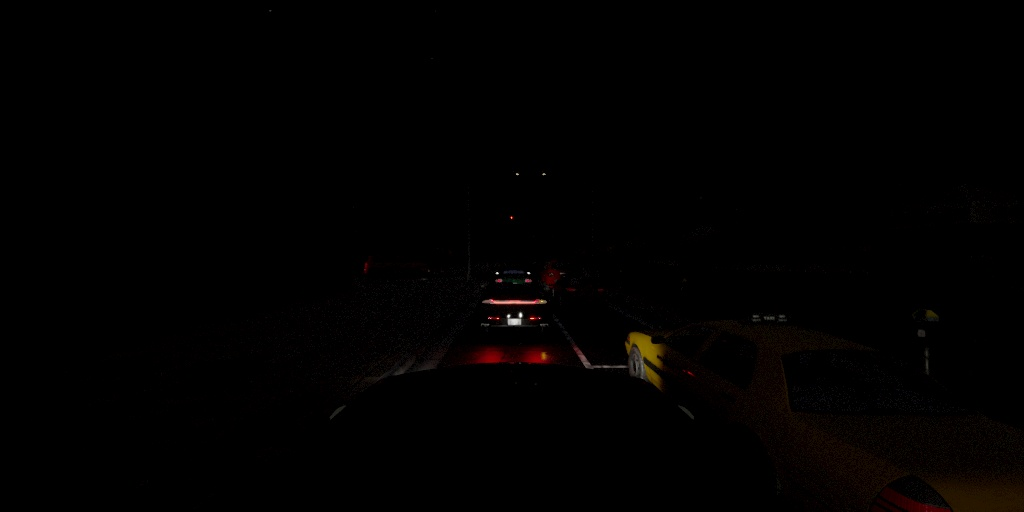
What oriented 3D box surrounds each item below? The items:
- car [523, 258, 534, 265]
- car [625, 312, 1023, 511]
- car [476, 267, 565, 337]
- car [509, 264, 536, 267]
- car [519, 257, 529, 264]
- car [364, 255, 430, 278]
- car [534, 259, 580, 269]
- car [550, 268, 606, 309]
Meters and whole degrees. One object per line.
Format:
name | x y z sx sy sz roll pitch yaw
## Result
car | 2.719 1.356 46.607 1.888 1.381 4.507 0 0 0
car | 2.643 1.276 4.000 1.751 1.417 4.829 0 0 0
car | 0.080 1.245 10.352 2.128 1.511 4.902 0 0 1
car | 0.060 1.325 19.297 1.994 1.385 4.181 0 0 -1
car | 2.748 1.403 62.918 1.888 1.381 4.507 0 0 0
car | -10.163 0.969 31.780 5.566 2.045 2.150 0 -1 0
car | 2.671 1.076 20.177 2.192 1.841 5.009 0 0 0
car | 2.662 1.338 14.728 1.802 1.307 4.207 0 0 0
